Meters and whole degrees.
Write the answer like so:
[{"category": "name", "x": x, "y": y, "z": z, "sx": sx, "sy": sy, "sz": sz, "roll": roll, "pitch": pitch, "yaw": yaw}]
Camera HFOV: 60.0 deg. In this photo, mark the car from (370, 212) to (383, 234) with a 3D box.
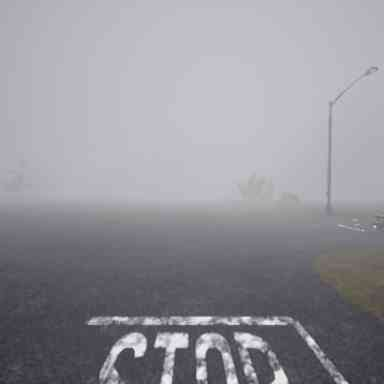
[{"category": "car", "x": 12.086, "y": 1.616, "z": 17.601, "sx": 4.892, "sy": 1.490, "sz": 1.837, "roll": 1, "pitch": 1, "yaw": 0}]
